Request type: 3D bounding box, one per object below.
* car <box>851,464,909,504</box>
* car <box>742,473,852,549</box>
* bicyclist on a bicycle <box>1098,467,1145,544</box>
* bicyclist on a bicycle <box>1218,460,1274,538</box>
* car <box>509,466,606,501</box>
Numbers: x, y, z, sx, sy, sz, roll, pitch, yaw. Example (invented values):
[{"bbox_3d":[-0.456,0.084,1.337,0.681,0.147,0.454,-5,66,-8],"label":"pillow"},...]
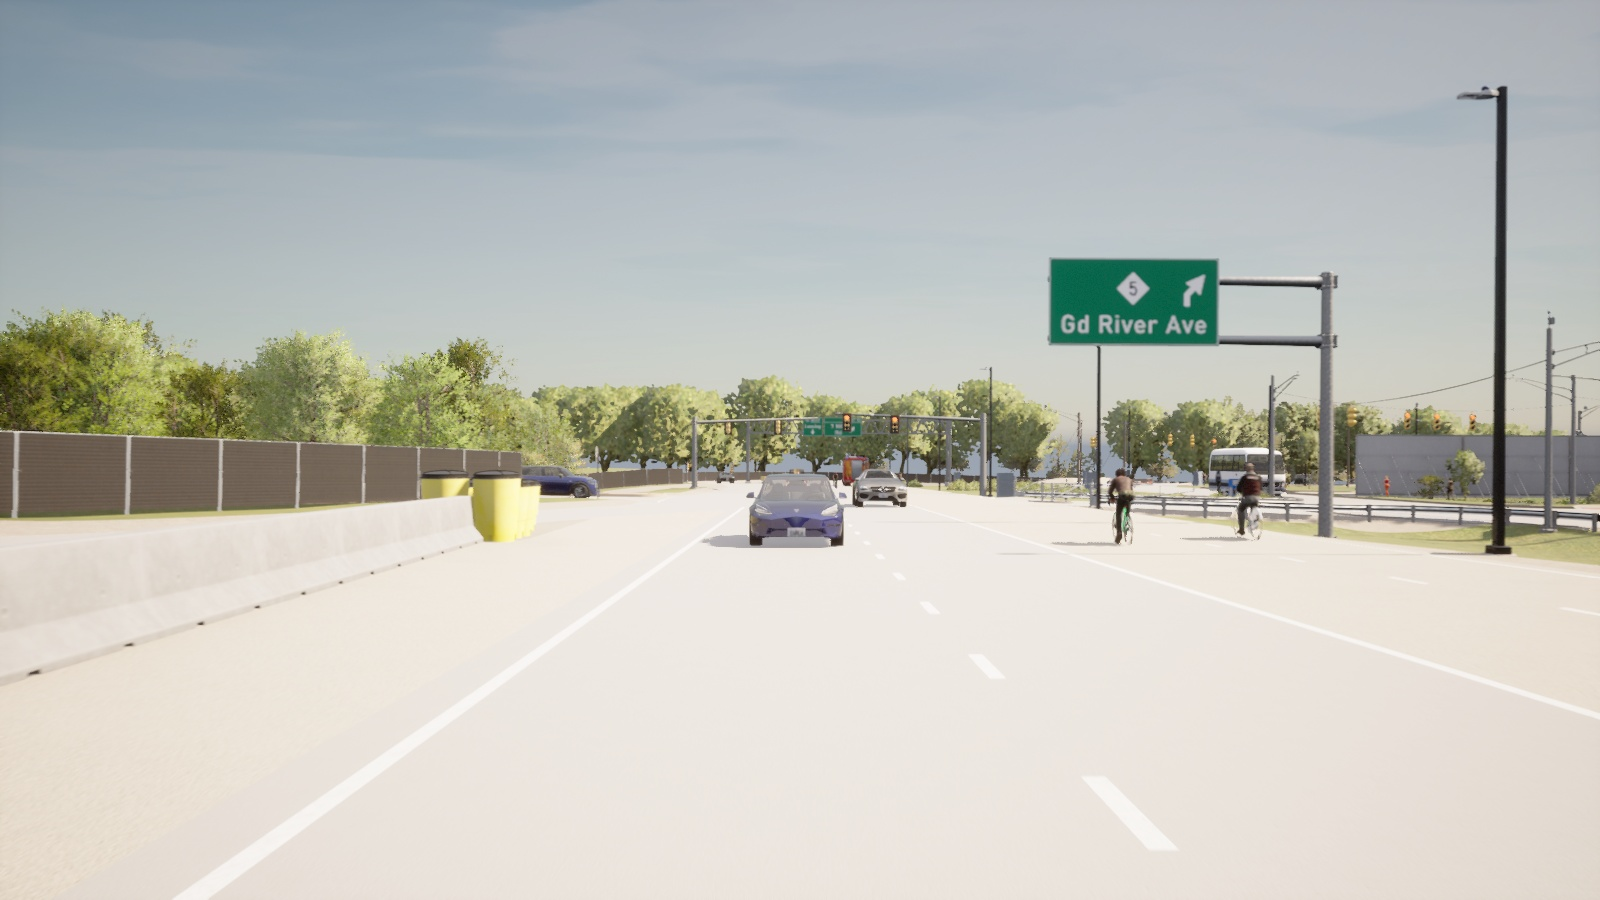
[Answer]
[{"bbox_3d":[3.441,1.460,54.714,2.152,1.651,5.027,0,-1,-1],"label":"car"},{"bbox_3d":[-0.064,1.256,27.345,2.163,1.488,4.792,0,-1,0],"label":"car"},{"bbox_3d":[6.936,1.177,27.137,0.582,1.620,1.656,0,-1,0],"label":"bicyclist on a bicycle"},{"bbox_3d":[10.431,1.117,29.431,0.659,1.776,1.843,0,-1,0],"label":"bicyclist on a bicycle"},{"bbox_3d":[-12.343,1.703,64.178,4.553,1.767,2.097,0,0,-1],"label":"car"}]
